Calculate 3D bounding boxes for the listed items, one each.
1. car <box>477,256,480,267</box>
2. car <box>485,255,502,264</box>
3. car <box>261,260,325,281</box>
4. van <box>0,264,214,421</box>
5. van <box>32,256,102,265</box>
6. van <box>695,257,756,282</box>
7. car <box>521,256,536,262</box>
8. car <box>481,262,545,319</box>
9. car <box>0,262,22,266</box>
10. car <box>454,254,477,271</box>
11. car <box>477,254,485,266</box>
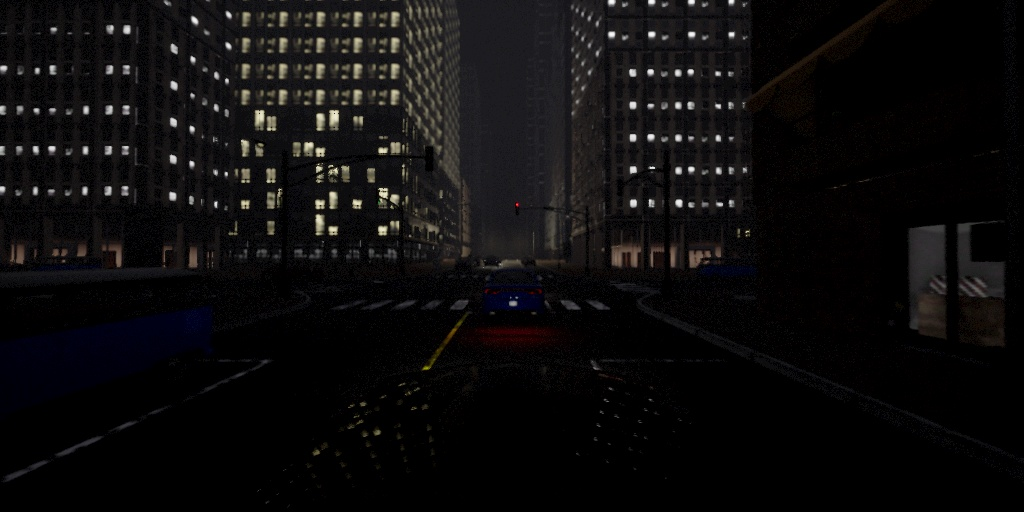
[{"bbox_3d":[-5.690,0.953,47.940,1.802,1.307,4.207,0,0,0],"label":"car"},{"bbox_3d":[-3.069,0.674,53.861,2.097,1.767,4.553,0,0,0],"label":"car"},{"bbox_3d":[-16.492,1.041,26.929,4.097,1.591,1.967,0,0,0],"label":"car"},{"bbox_3d":[-5.826,1.070,4.300,1.690,1.789,3.998,0,0,0],"label":"van"},{"bbox_3d":[-33.438,0.918,26.967,3.998,1.789,1.690,0,0,0],"label":"van"},{"bbox_3d":[15.982,0.996,26.856,3.998,1.789,1.690,0,0,0],"label":"van"},{"bbox_3d":[2.691,0.906,53.577,1.802,1.307,4.207,0,0,0],"label":"car"},{"bbox_3d":[0.056,1.140,12.367,1.882,1.535,5.008,0,0,1],"label":"car"},{"bbox_3d":[-39.086,1.120,26.980,4.403,1.370,2.007,0,0,0],"label":"car"},{"bbox_3d":[-5.689,0.856,42.365,1.967,1.591,4.097,0,0,0],"label":"car"},{"bbox_3d":[-5.689,0.640,53.515,2.192,1.841,5.009,0,0,0],"label":"car"}]
